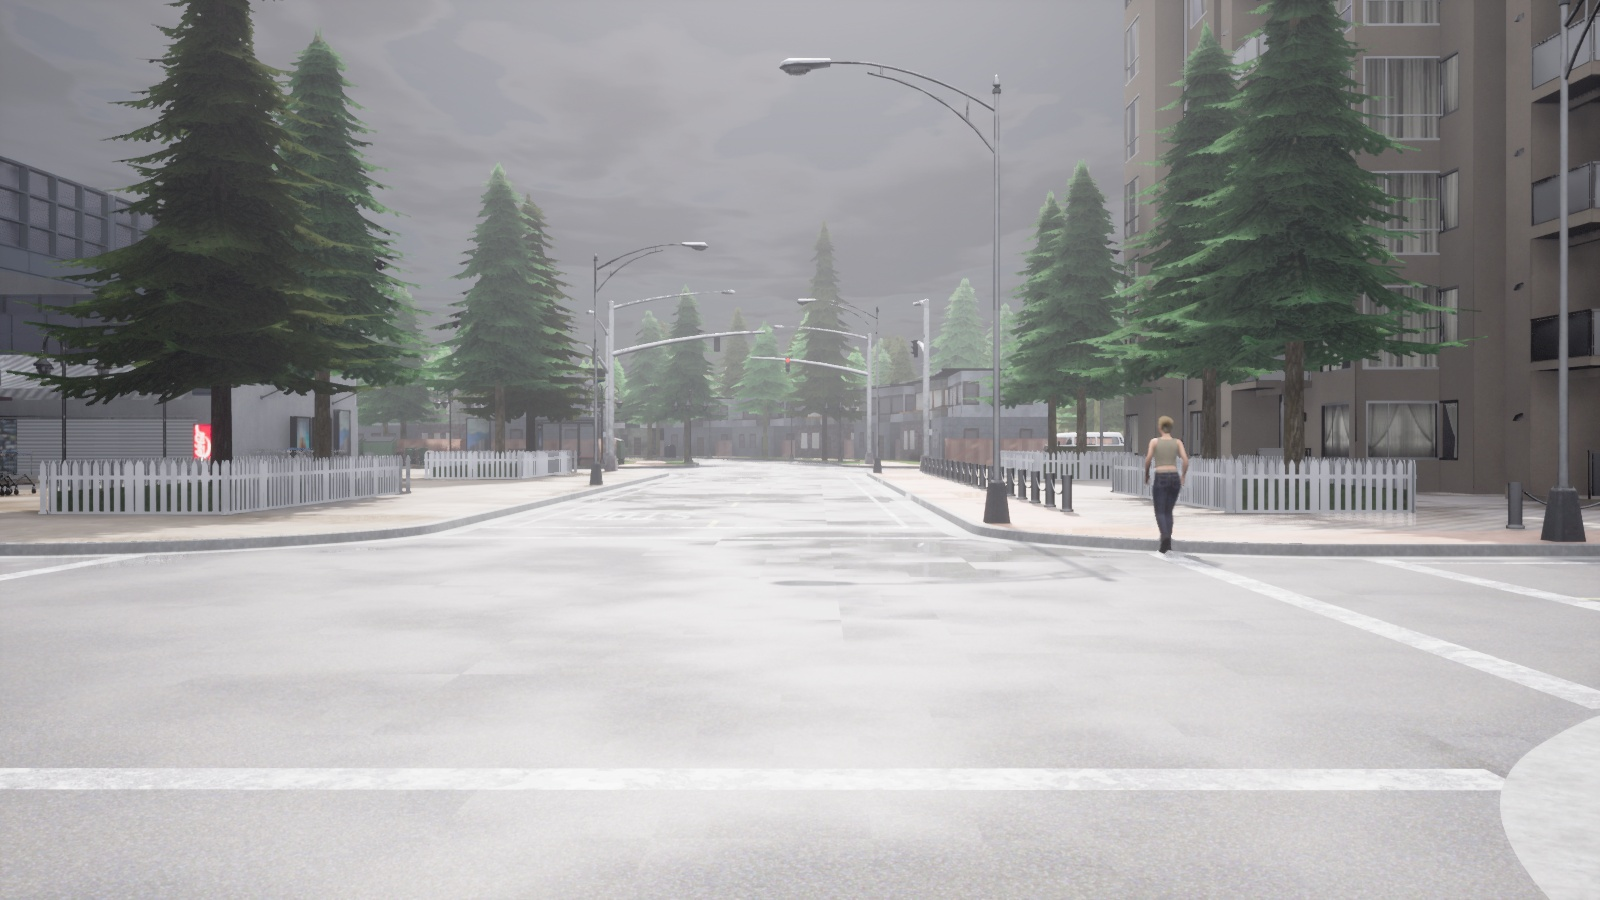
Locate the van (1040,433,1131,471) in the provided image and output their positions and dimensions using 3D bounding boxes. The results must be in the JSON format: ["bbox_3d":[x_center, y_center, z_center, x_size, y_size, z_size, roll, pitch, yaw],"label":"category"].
[{"bbox_3d":[15.395,0.083,67.944,4.480,2.038,2.069,0,0,2],"label":"van"}]

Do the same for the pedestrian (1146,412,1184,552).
[{"bbox_3d":[4.855,0.414,16.700,0.345,1.836,0.594,0,0,2],"label":"pedestrian"}]
